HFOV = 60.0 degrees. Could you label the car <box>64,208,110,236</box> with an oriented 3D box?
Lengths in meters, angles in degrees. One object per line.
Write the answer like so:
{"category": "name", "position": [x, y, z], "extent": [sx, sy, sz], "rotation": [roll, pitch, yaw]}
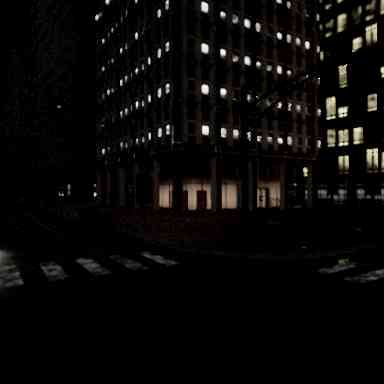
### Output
{"category": "car", "position": [-5.591, 1.517, 17.626], "extent": [1.802, 1.307, 4.206], "rotation": [1, 0, -31]}

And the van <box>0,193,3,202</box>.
{"category": "van", "position": [-36.047, 1.042, 63.481], "extent": [1.690, 1.788, 3.998], "rotation": [1, 0, -37]}

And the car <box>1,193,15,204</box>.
{"category": "car", "position": [-29.583, 1.314, 54.537], "extent": [1.947, 1.339, 4.313], "rotation": [1, 0, -35]}

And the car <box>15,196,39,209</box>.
{"category": "car", "position": [-20.140, 1.260, 40.948], "extent": [1.967, 1.590, 4.097], "rotation": [1, 0, -34]}
